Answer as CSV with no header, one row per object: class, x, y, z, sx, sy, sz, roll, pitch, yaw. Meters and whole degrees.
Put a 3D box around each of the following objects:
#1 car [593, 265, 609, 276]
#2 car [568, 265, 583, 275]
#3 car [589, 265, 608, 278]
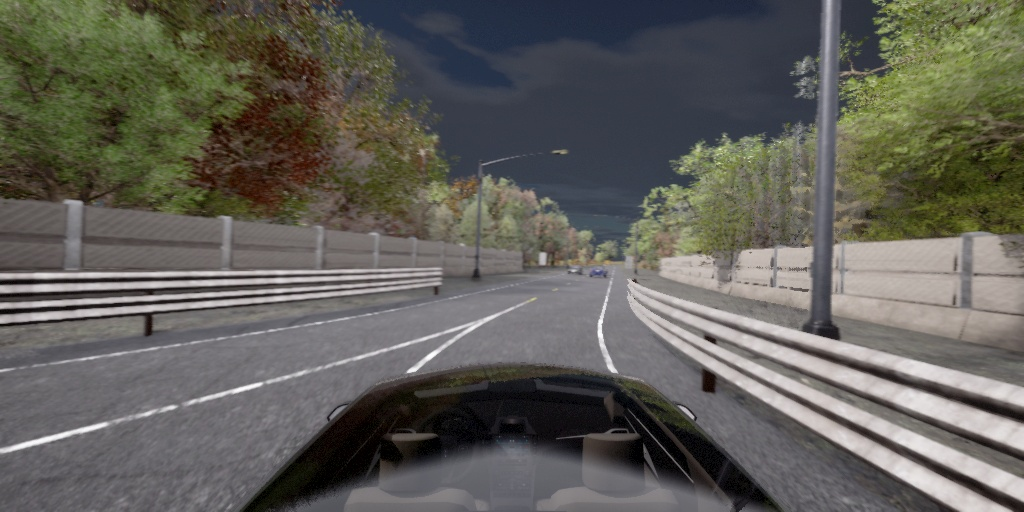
car,14.195,2.272,57.084,2.128,1.511,4.902,2,0,16
car,9.480,2.053,53.532,2.128,1.511,4.902,2,0,17
car,11.541,1.955,47.895,2.097,1.767,4.553,2,0,16
